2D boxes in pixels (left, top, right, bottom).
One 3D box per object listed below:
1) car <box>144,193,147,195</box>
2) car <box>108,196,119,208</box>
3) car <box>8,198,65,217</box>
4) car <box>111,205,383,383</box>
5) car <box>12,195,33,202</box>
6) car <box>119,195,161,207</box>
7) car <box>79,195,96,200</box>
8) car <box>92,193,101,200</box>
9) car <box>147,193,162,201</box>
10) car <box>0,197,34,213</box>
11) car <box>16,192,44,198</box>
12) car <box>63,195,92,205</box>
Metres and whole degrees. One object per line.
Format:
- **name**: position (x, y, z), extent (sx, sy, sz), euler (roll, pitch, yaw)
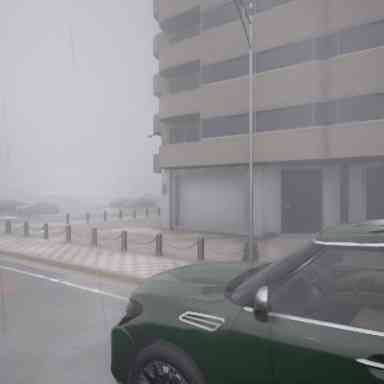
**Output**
- **car**: position (-9.592, 1.211, 76.199), extent (1.905, 1.878, 3.866), euler (0, 0, 35)
- **car**: position (-9.651, 1.619, 46.660), extent (1.994, 1.385, 4.181), euler (0, 0, 35)
- **car**: position (-15.178, 1.619, 32.627), extent (1.994, 1.385, 4.181), euler (0, 0, 35)
- **car**: position (1.802, 1.219, 2.718), extent (5.566, 2.045, 2.150), euler (0, 0, 35)
- **car**: position (-38.058, 1.419, 74.821), extent (1.784, 1.438, 3.905), euler (0, 0, 35)
- **car**: position (-6.893, 1.546, 44.497), extent (2.128, 1.511, 4.902), euler (0, 0, 35)
- **car**: position (-28.032, 1.451, 89.124), extent (1.970, 1.475, 3.806), euler (0, 0, 35)
- **car**: position (-25.669, 1.211, 87.450), extent (1.905, 1.878, 3.866), euler (0, 0, 35)
- **car**: position (-7.255, 1.209, 74.491), extent (1.932, 1.855, 4.605), euler (0, 0, 35)
- **car**: position (-18.916, 1.547, 33.385), extent (2.128, 1.511, 4.902), euler (0, 0, 35)
- **car**: position (-35.725, 1.208, 73.103), extent (1.932, 1.855, 4.605), euler (0, 0, 35)
- **car**: position (-21.847, 1.451, 63.463), extent (1.970, 1.475, 3.806), euler (0, 0, 35)
